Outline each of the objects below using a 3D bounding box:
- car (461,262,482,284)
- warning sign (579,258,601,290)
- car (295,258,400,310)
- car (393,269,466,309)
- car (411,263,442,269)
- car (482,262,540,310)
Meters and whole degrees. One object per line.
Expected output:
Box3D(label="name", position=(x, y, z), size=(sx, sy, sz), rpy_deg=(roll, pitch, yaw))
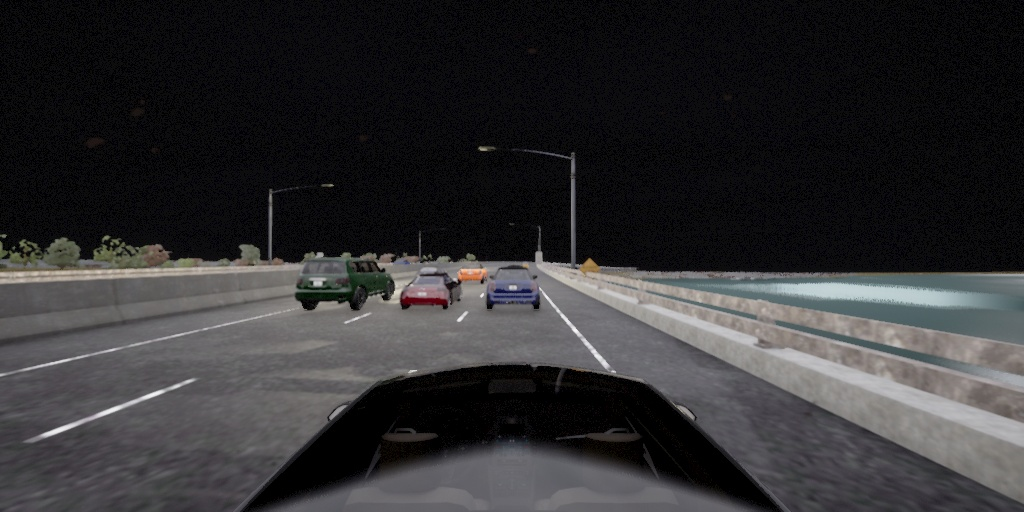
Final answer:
Box3D(label="car", position=(-3.258, 1.391, 30.512), size=(2.097, 1.767, 4.553), rpy_deg=(0, -1, 1))
Box3D(label="warning sign", position=(4.660, 1.060, 21.358), size=(1.300, 1.860, 1.060), rpy_deg=(0, 0, 1))
Box3D(label="car", position=(-6.945, 1.103, 15.540), size=(2.150, 2.045, 5.566), rpy_deg=(0, 0, 0))
Box3D(label="car", position=(-3.438, 1.453, 15.810), size=(1.994, 1.385, 4.181), rpy_deg=(0, -1, 1))
Box3D(label="car", position=(-6.762, 1.589, 30.486), size=(2.033, 1.411, 5.357), rpy_deg=(0, -1, 1))
Box3D(label="car", position=(0.058, 1.236, 15.564), size=(2.097, 1.767, 4.553), rpy_deg=(0, -1, 1))
